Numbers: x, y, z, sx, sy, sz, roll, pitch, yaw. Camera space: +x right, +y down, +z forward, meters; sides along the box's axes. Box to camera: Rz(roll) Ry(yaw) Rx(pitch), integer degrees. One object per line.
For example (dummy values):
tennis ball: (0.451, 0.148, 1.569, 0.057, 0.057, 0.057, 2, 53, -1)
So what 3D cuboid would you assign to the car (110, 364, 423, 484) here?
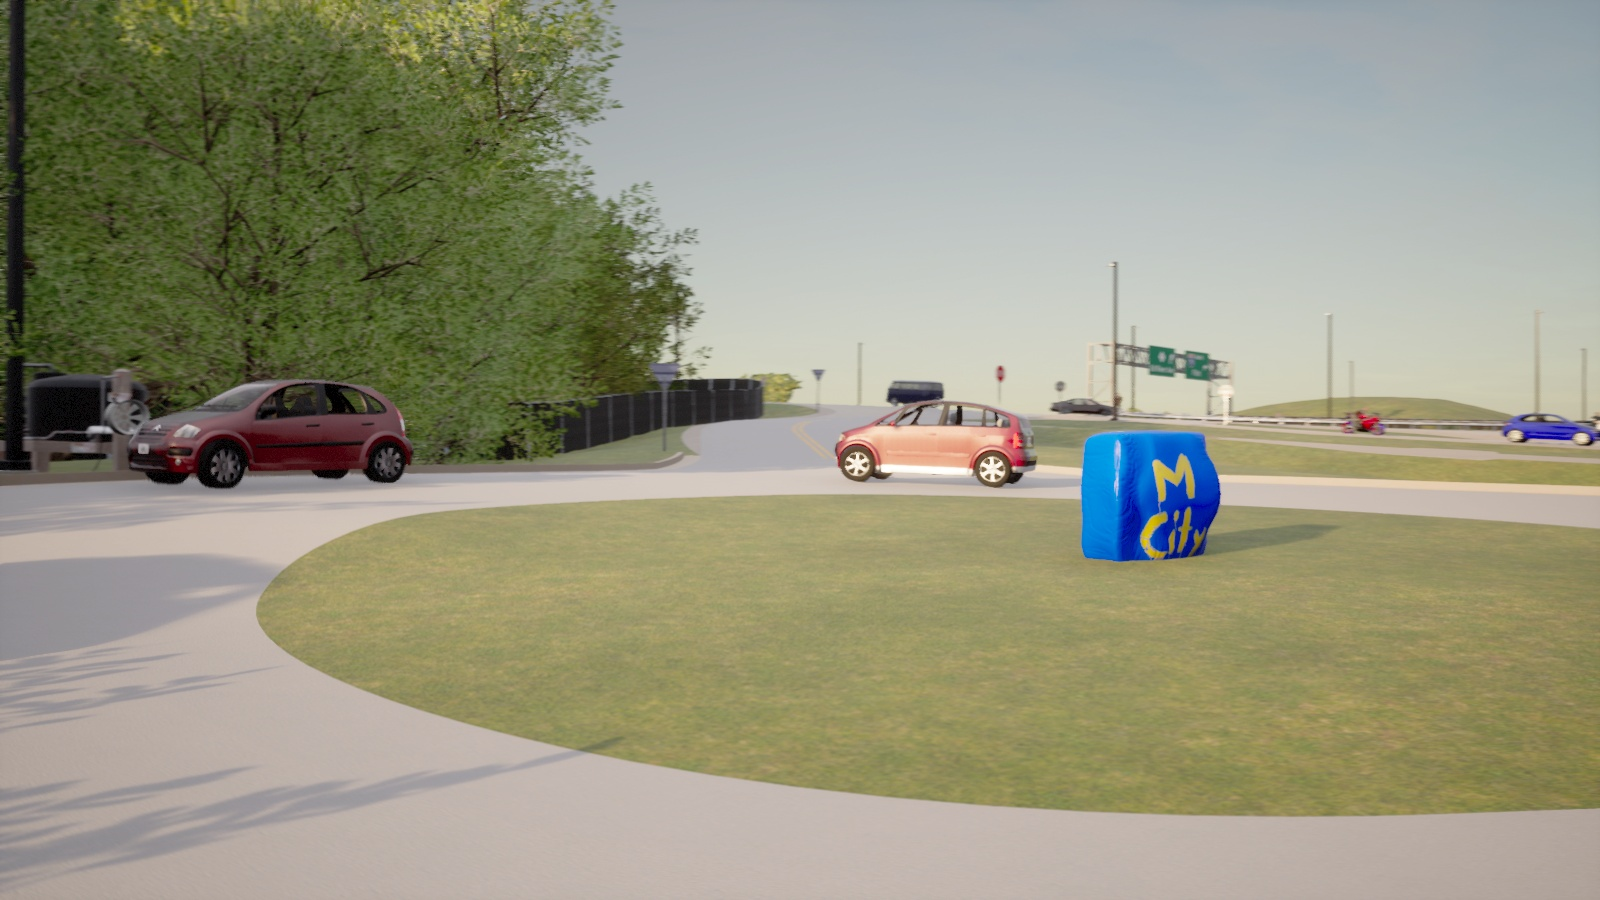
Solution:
car: (-8.015, -0.390, 19.175, 1.851, 1.617, 3.988, 2, 2, 36)

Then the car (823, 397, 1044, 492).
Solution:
car: (2.507, -0.126, 23.391, 3.705, 1.549, 1.789, 3, 2, 20)

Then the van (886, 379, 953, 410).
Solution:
van: (8.511, -3.956, 89.740, 4.442, 1.987, 1.775, 5, 3, 42)

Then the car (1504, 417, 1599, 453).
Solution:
car: (36.165, -0.725, 59.807, 4.193, 1.474, 1.816, 5, 3, 42)

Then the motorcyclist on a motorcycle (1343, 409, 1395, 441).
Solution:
motorcyclist on a motorcycle: (29.804, -1.307, 65.788, 2.191, 1.530, 0.866, 6, 3, 43)
